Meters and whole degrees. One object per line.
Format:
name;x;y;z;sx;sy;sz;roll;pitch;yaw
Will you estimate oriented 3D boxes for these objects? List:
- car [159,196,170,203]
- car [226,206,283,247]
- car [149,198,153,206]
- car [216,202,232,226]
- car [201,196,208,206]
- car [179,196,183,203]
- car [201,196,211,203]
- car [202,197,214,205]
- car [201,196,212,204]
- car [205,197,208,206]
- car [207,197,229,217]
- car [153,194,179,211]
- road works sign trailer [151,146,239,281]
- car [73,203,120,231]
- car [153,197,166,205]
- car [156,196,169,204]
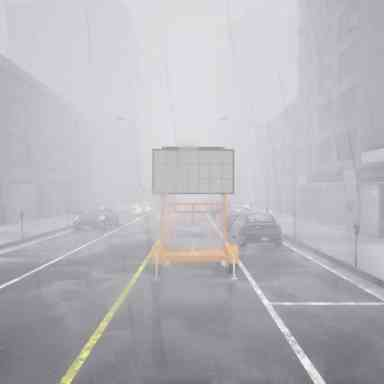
car;-5.691;1.577;69.853;1.887;1.381;4.507;-1;0;0
car;2.769;1.550;14.790;2.008;1.369;4.403;-1;0;0
car;-5.712;1.458;53.337;1.967;1.590;4.097;-1;0;0
car;2.775;1.545;20.296;1.887;1.381;4.507;-1;0;0
car;2.815;1.584;53.327;1.947;1.339;4.313;-1;0;0
car;-2.918;1.597;70.542;1.994;1.385;4.181;0;0;0
car;2.834;1.577;69.842;1.887;1.381;4.507;-1;0;0
car;2.821;1.567;58.831;1.887;1.381;4.507;-1;0;0
car;2.828;1.572;64.337;1.887;1.381;4.507;-1;0;0
car;2.795;1.552;36.811;1.887;1.381;4.507;-1;0;0
car;2.787;1.445;31.306;1.967;1.590;4.097;-1;0;0
car;-3.053;1.230;40.696;2.150;2.045;5.566;0;0;0
road works sign trailer;0.035;0.463;9.897;2.380;3.560;2.880;0;0;-2
car;-5.751;1.440;20.306;1.967;1.590;4.097;-1;0;0
car;-5.704;1.588;58.842;1.947;1.339;4.313;-1;0;0
car;-5.697;1.578;64.347;2.008;1.369;4.403;-1;0;0
